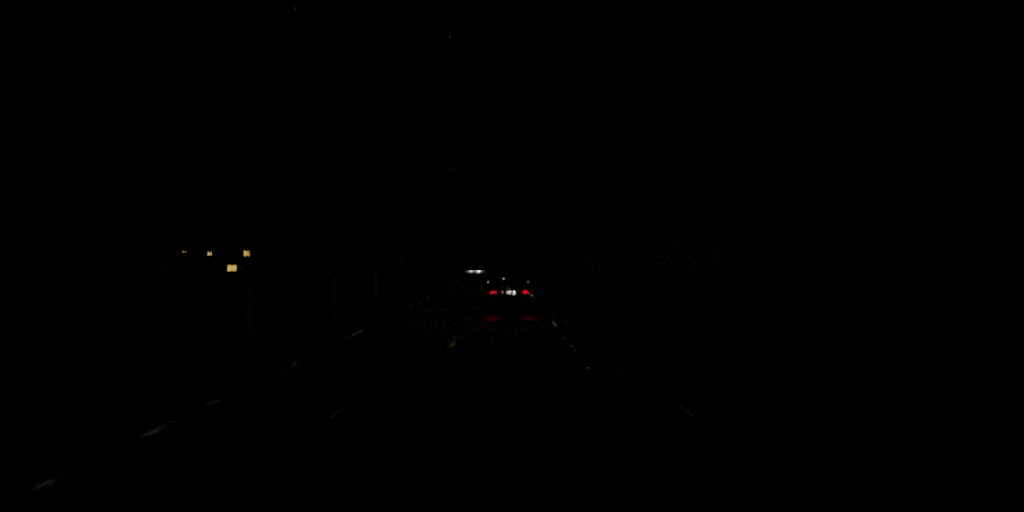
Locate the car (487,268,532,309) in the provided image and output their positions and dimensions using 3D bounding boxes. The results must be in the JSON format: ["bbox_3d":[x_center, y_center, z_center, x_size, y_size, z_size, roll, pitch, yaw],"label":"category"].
[{"bbox_3d":[-0.159,1.440,15.903,2.033,1.411,5.357,0,-1,-1],"label":"car"}]

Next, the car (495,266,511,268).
[{"bbox_3d":[-0.788,1.568,31.232,1.837,1.490,4.892,0,0,-3],"label":"car"}]
